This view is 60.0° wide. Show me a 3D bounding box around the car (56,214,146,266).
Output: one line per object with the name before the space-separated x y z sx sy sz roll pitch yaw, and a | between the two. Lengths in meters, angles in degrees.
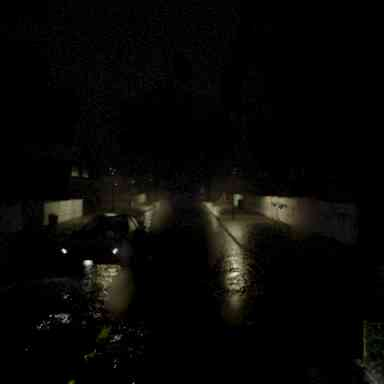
car | -2.750 1.471 11.465 2.033 1.411 5.357 0 0 0

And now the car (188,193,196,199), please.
car | 0.000 0.924 82.692 1.837 1.490 4.892 0 0 0
